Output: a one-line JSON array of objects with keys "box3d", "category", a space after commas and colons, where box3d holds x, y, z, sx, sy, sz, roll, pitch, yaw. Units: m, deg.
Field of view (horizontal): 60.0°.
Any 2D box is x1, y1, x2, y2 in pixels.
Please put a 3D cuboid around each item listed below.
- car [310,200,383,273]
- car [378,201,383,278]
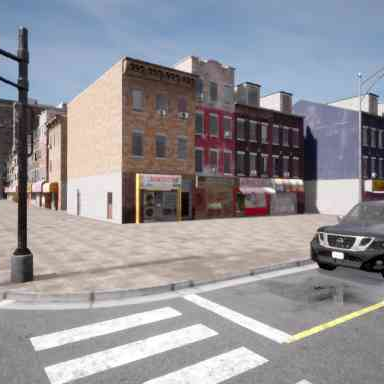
[{"box3d": [5.960, 1.266, 10.022, 5.566, 2.045, 2.150, 0, -1, -35], "category": "car"}, {"box3d": [6.361, 1.243, 6.819, 5.566, 2.045, 2.150, 0, 0, -35], "category": "car"}]
